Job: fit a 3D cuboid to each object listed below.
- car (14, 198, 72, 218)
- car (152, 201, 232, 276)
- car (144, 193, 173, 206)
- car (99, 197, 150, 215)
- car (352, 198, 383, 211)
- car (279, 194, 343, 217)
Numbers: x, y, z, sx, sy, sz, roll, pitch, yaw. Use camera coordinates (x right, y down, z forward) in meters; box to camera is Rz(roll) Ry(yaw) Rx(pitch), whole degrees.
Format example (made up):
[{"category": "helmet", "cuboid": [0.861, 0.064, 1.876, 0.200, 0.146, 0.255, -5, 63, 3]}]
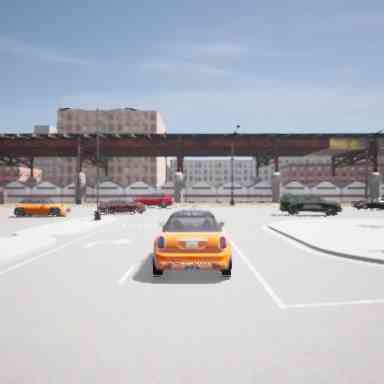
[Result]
[{"category": "car", "cuboid": [-13.133, 1.309, 29.493, 4.553, 1.767, 2.097, 0, 0, 0]}, {"category": "car", "cuboid": [0.002, 1.337, 10.463, 2.097, 1.767, 4.553, 0, 0, 0]}, {"category": "car", "cuboid": [-5.194, 1.161, 43.653, 5.566, 2.045, 2.150, 0, 0, 0]}, {"category": "car", "cuboid": [-6.832, 1.479, 32.974, 4.674, 1.442, 1.812, 0, 0, 0]}, {"category": "car", "cuboid": [21.905, 1.436, 40.029, 4.902, 1.511, 2.128, 0, 0, 0]}, {"category": "car", "cuboid": [10.963, 1.179, 31.035, 5.566, 2.045, 2.150, 0, 0, 10]}]
